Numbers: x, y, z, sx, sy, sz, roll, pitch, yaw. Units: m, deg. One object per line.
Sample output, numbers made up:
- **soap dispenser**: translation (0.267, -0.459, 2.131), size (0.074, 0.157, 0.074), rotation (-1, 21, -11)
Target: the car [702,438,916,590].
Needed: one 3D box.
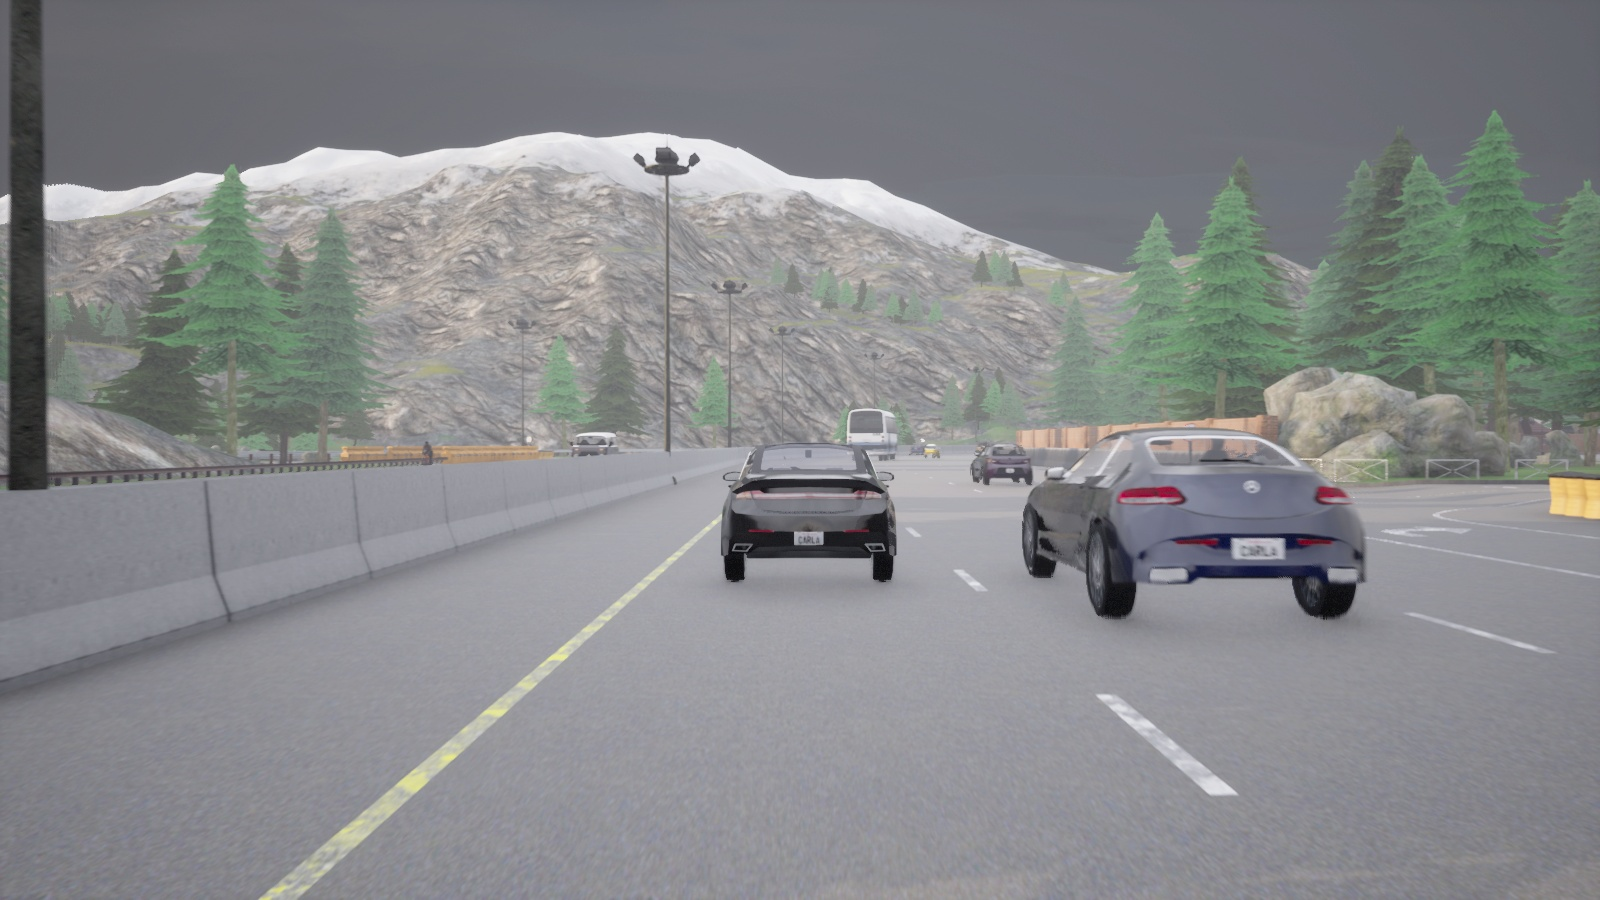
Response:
- **car**: translation (0.100, 0.619, 14.938), size (2.128, 1.511, 4.902), rotation (0, 0, 0)

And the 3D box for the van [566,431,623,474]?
- **van**: translation (-10.130, 0.111, 62.280), size (2.069, 2.038, 4.480), rotation (0, 0, 0)

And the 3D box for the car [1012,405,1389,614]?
- **car**: translation (3.586, 0.458, 12.440), size (2.152, 1.651, 5.027), rotation (0, 0, 0)

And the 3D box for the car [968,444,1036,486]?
- **car**: translation (7.275, 0.509, 45.599), size (1.816, 1.474, 4.193), rotation (0, 0, 0)
